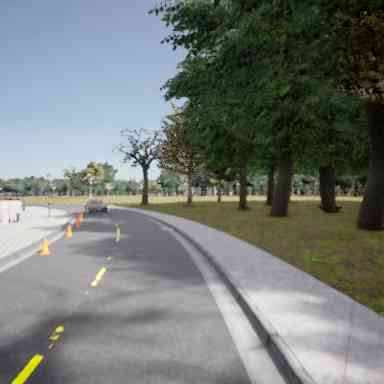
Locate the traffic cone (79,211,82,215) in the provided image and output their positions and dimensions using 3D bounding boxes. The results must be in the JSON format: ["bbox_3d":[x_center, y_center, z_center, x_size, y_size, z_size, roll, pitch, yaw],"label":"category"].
[{"bbox_3d":[-8.815,1.989,26.473,0.340,0.580,0.340,0,0,-18],"label":"traffic cone"}]

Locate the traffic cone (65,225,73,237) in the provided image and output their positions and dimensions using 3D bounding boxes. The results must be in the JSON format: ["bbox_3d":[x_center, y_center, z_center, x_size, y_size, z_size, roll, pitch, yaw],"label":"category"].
[{"bbox_3d":[-6.293,1.975,17.081,0.340,0.580,0.340,0,0,-12],"label":"traffic cone"}]

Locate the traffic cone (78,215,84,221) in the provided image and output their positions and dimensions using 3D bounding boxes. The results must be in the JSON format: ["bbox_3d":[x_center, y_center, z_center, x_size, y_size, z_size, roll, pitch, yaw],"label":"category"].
[{"bbox_3d":[-7.425,1.980,21.812,0.340,0.580,0.340,0,0,-15],"label":"traffic cone"}]

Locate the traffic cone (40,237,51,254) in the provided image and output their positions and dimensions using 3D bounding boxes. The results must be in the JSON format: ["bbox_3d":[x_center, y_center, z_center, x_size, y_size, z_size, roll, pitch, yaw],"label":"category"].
[{"bbox_3d":[-5.420,1.973,12.297,0.340,0.580,0.340,0,0,-9],"label":"traffic cone"}]

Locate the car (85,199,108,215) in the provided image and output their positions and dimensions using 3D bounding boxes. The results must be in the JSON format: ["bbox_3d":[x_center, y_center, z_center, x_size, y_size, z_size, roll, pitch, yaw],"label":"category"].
[{"bbox_3d":[-10.091,1.550,34.962,1.837,1.490,4.892,0,0,-25],"label":"car"}]
